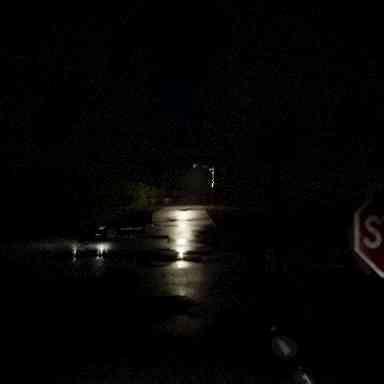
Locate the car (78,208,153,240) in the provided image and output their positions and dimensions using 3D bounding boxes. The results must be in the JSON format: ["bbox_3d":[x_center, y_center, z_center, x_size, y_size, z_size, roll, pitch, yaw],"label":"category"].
[{"bbox_3d":[-4.105,1.697,18.676,1.882,1.535,5.008,3,0,27],"label":"car"}]
